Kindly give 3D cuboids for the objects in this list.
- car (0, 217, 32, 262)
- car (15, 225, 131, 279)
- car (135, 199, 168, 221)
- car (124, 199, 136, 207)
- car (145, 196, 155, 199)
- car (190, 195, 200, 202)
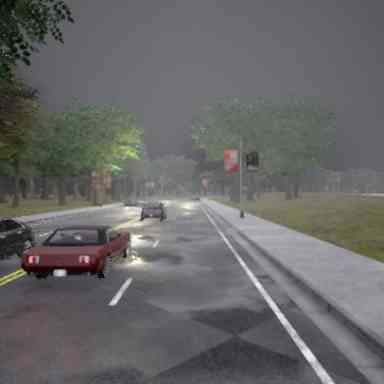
[{"bbox_3d":[-6.597,1.557,10.151,1.837,1.490,4.892,0,0,0],"label":"car"},{"bbox_3d":[-3.146,1.653,10.162,1.895,1.301,4.718,0,0,0],"label":"car"},{"bbox_3d":[-3.139,1.614,28.022,2.128,1.511,4.902,0,0,0],"label":"car"},{"bbox_3d":[-9.780,1.782,54.351,1.994,1.385,4.181,0,0,1],"label":"car"},{"bbox_3d":[-6.550,1.559,50.993,2.097,1.767,4.553,0,0,0],"label":"car"},{"bbox_3d":[1.174,1.860,89.935,1.837,1.490,4.892,0,0,0],"label":"car"}]
